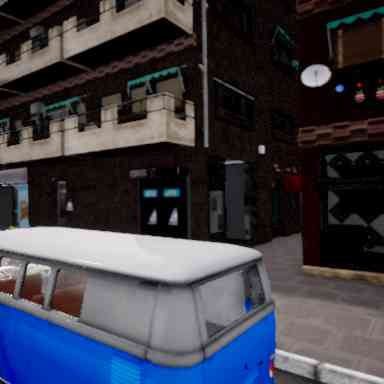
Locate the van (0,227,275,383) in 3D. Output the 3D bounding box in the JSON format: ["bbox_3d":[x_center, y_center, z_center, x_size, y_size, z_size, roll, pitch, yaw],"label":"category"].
[{"bbox_3d":[-1.101,1.358,3.675,3.998,1.788,1.690,0,-1,35],"label":"van"}]
